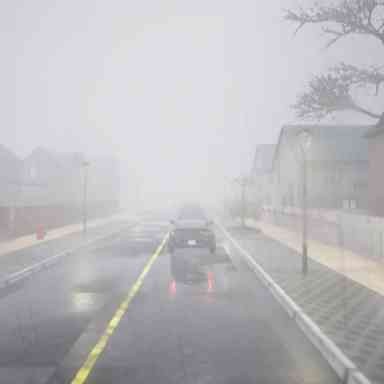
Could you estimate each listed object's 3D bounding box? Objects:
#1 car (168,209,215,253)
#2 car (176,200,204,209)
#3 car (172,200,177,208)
[{"bbox_3d":[0.002,1.686,14.379,1.812,1.442,4.674,0,-1,0],"label":"car"},{"bbox_3d":[-0.005,1.698,29.078,2.097,1.767,4.553,0,-1,0],"label":"car"},{"bbox_3d":[-2.769,2.282,65.611,2.097,1.767,4.553,0,-1,0],"label":"car"}]
